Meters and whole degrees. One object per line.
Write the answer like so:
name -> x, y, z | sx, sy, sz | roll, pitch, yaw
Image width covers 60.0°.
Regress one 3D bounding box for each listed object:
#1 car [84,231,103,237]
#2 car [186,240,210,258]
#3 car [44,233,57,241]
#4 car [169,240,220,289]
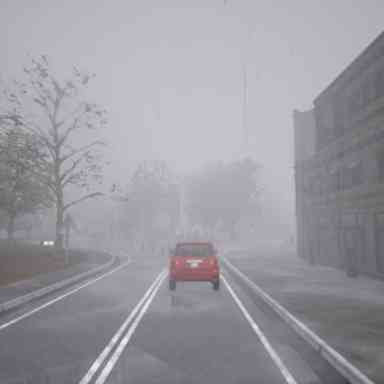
car -> -23.375, 9.927, 78.786 | 1.882, 1.535, 5.008 | -3, -6, 29
car -> 0.661, 5.535, 32.776 | 1.812, 1.442, 4.674 | -1, -6, 8
car -> -26.251, 8.372, 61.976 | 2.128, 1.511, 4.902 | 1, -5, -12
car -> 0.091, 3.311, 15.877 | 2.150, 2.045, 5.566 | 0, -7, 0
